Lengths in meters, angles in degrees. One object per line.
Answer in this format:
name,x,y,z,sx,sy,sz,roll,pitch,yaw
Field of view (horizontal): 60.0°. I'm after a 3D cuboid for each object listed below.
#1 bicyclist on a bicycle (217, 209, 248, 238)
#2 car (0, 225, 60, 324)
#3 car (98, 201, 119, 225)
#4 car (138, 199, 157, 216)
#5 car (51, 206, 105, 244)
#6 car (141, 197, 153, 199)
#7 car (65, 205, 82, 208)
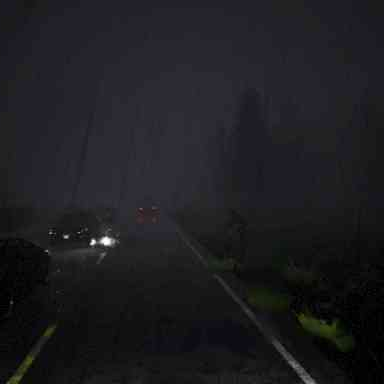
bicyclist on a bicycle,1.808,1.542,13.635,1.656,1.620,0.582,1,-1,-8
car,-4.477,1.703,7.122,1.994,1.385,4.181,-1,0,-8
car,-7.266,1.829,27.321,2.128,1.511,4.902,-1,0,-8
car,-4.945,1.873,37.088,1.812,1.442,4.674,-1,0,-7
car,-5.839,1.740,16.952,1.837,1.490,4.892,-1,0,-8
car,-6.404,1.671,47.236,2.150,2.045,5.566,-1,0,-8
car,-10.437,1.879,29.214,1.816,1.474,4.193,5,-2,-10
